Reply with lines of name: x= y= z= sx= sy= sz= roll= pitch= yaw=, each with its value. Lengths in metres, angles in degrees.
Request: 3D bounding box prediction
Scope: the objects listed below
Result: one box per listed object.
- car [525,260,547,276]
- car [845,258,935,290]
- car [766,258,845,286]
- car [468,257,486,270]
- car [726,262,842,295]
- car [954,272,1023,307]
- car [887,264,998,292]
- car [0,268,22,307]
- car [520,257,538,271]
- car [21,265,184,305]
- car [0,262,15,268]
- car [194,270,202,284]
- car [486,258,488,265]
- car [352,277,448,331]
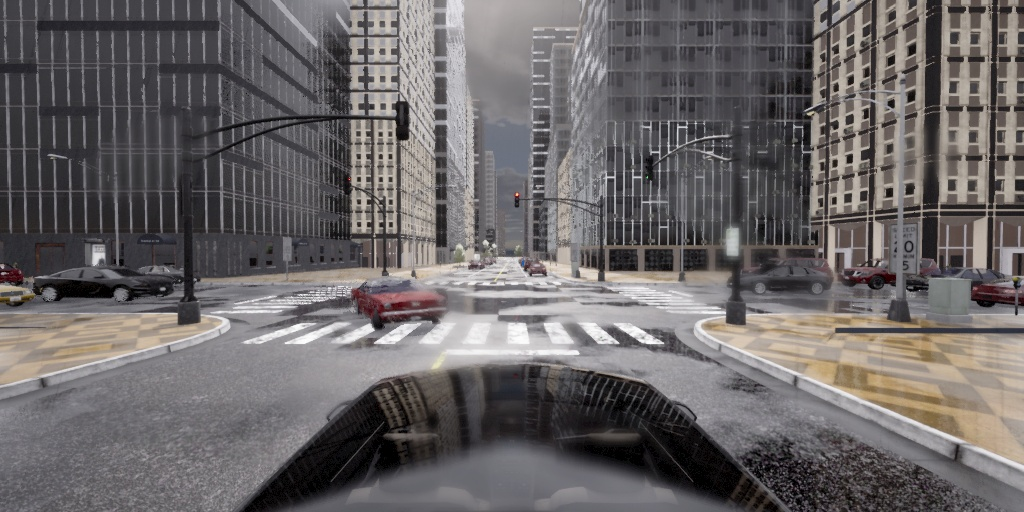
car: x=2.556 y=1.319 z=35.955 sx=1.802 sy=1.307 sz=4.207 roll=0 pitch=0 yaw=0
car: x=22.907 y=1.032 z=21.821 sx=5.009 sy=1.841 sz=2.192 roll=0 pitch=0 yaw=0
car: x=16.575 y=1.024 z=21.811 sx=5.009 sy=1.841 sz=2.192 roll=0 pitch=0 yaw=0
car: x=-5.280 y=1.168 z=52.509 sx=1.967 sy=1.591 sz=4.097 roll=0 pitch=0 yaw=0
car: x=14.185 y=1.250 z=19.189 sx=4.892 sy=1.490 sz=1.837 roll=0 pitch=1 yaw=1
car: x=20.189 y=1.418 z=13.678 sx=4.207 sy=1.307 sz=1.802 roll=0 pitch=0 yaw=0
car: x=24.008 y=1.305 z=19.220 sx=5.357 sy=1.411 sz=2.033 roll=0 pitch=1 yaw=0
car: x=-21.252 y=1.301 z=13.613 sx=4.829 sy=1.417 sz=1.751 roll=0 pitch=0 yaw=0
car: x=2.585 y=1.046 z=47.004 sx=2.192 sy=1.841 sz=5.009 roll=0 pitch=0 yaw=0
car: x=-18.275 y=1.219 z=16.198 sx=5.008 sy=1.535 sz=1.882 roll=0 pitch=1 yaw=0
car: x=-32.551 y=1.077 z=21.662 sx=4.097 sy=1.591 sz=1.967 roll=0 pitch=0 yaw=0
car: x=-21.435 y=1.204 z=21.751 sx=4.403 sy=1.370 sz=2.007 roll=0 pitch=0 yaw=0
car: x=-5.276 y=1.307 z=58.034 sx=1.802 sy=1.307 sz=4.207 roll=0 pitch=0 yaw=0
car: x=-3.706 y=1.349 z=11.328 sx=1.895 sy=1.301 sz=4.718 roll=0 pitch=0 yaw=-33
